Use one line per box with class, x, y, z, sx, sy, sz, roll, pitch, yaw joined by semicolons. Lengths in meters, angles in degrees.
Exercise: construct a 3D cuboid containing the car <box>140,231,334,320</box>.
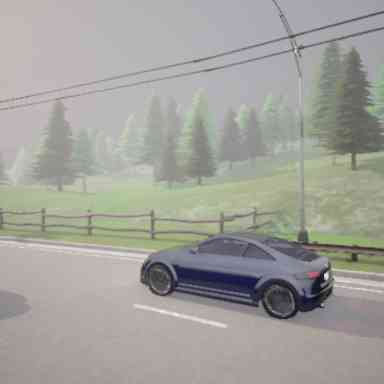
car;0.866;1.573;7.367;4.181;1.385;1.994;-1;0;33
